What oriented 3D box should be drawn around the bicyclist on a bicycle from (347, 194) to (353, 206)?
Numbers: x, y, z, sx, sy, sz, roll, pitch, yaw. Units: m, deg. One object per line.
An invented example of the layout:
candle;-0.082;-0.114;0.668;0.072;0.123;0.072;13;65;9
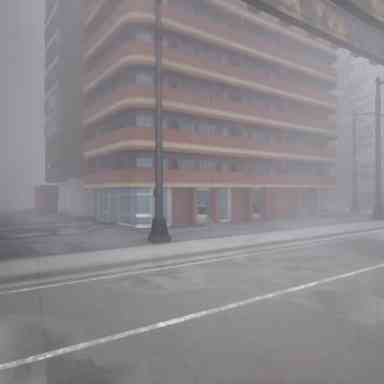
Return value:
bicyclist on a bicycle;21.990;1.138;46.285;1.656;1.620;0.582;0;0;-35
